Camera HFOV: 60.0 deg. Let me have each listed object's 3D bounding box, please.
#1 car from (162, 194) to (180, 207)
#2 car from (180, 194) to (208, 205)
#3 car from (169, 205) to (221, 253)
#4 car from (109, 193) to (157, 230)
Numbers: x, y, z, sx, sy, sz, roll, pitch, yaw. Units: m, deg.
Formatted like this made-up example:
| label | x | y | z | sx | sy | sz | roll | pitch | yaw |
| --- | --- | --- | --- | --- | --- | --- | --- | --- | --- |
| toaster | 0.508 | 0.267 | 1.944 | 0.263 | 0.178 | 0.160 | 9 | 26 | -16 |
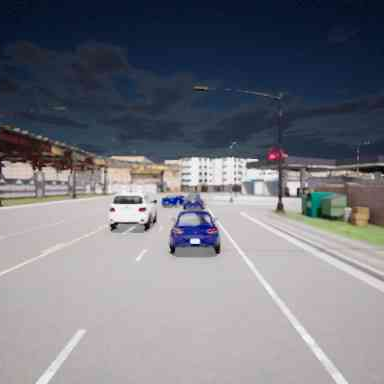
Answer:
| label | x | y | z | sx | sy | sz | roll | pitch | yaw |
| --- | --- | --- | --- | --- | --- | --- | --- | --- | --- |
| car | -1.640 | 0.998 | 40.492 | 1.882 | 1.535 | 5.008 | -1 | 0 | 31 |
| car | 0.397 | 0.947 | 35.459 | 2.097 | 1.767 | 4.553 | 0 | 1 | 8 |
| car | 0.103 | 1.442 | 13.261 | 1.812 | 1.442 | 4.674 | 0 | 0 | 0 |
| car | -3.397 | 1.048 | 19.947 | 2.150 | 2.045 | 5.566 | 0 | 1 | 0 |
